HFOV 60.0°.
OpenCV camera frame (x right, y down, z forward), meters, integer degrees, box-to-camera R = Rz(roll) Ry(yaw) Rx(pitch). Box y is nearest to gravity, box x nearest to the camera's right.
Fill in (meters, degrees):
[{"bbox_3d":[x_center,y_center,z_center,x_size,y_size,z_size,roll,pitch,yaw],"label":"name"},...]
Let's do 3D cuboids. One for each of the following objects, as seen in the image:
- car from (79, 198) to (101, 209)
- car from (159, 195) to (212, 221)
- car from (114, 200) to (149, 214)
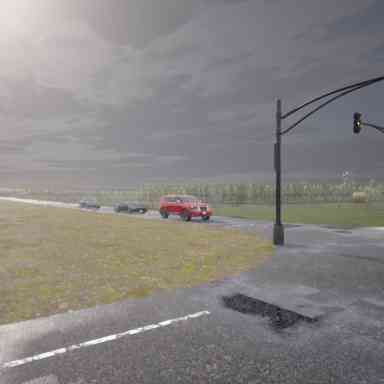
[{"bbox_3d":[-14.294,1.578,46.530,1.837,1.490,4.892,0,1,-36],"label":"car"},{"bbox_3d":[-0.670,1.256,27.755,2.150,2.045,5.566,0,0,-36],"label":"car"},{"bbox_3d":[-6.706,1.603,36.057,2.033,1.411,5.357,0,0,-36],"label":"car"}]
